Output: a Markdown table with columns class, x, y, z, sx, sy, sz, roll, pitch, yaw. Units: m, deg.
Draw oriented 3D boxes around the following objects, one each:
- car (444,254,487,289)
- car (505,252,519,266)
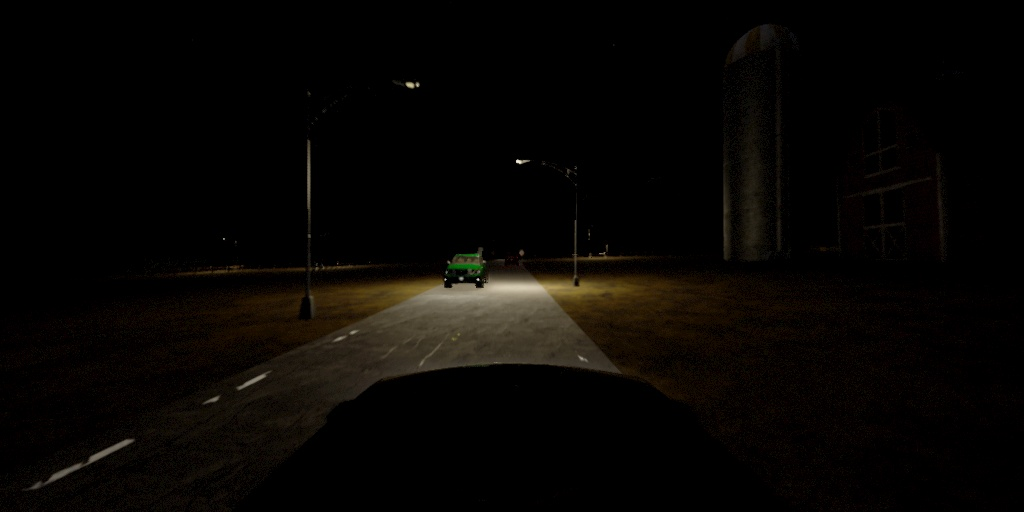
| class | x | y | z | sx | sy | sz | roll | pitch | yaw |
| --- | --- | --- | --- | --- | --- | --- | --- | --- | --- |
| car | -2.783 | 0.874 | 22.574 | 2.150 | 2.045 | 5.566 | 0 | 0 | 0 |
| car | -0.040 | 0.606 | 53.595 | 2.097 | 1.767 | 4.553 | 0 | 1 | 0 |
